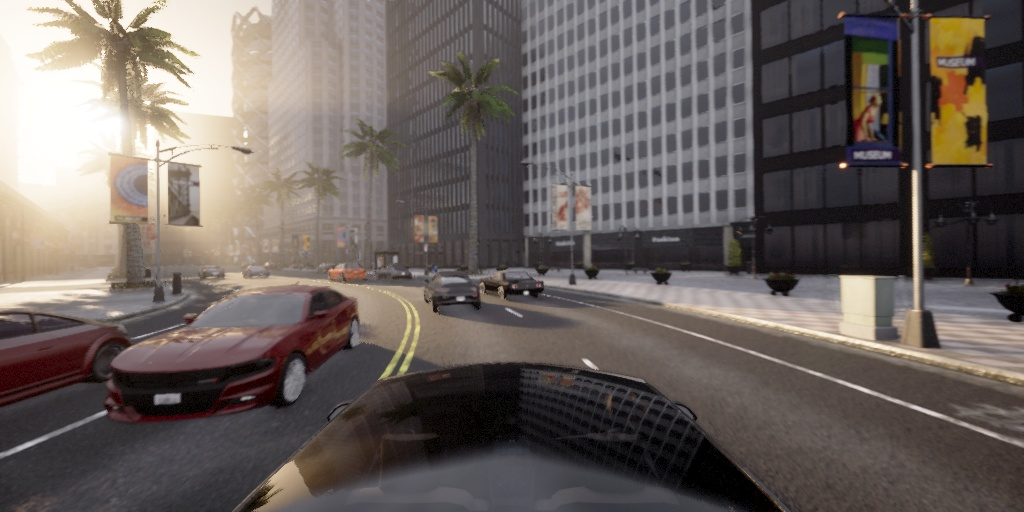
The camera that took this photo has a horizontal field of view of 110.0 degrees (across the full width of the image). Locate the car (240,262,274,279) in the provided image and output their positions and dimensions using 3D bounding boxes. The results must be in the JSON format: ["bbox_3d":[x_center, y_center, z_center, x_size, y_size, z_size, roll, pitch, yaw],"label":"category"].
[{"bbox_3d":[-29.041,1.773,40.721,4.674,1.442,1.812,-1,0,43],"label":"car"}]

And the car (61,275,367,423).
[{"bbox_3d":[-4.158,1.295,6.358,1.882,1.535,5.008,0,0,-10],"label":"car"}]

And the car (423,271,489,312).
[{"bbox_3d":[-2.556,1.357,14.815,1.812,1.442,4.674,0,0,-19],"label":"car"}]

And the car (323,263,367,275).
[{"bbox_3d":[-15.089,1.402,32.702,4.553,1.767,2.097,-1,0,45],"label":"car"}]

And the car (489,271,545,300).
[{"bbox_3d":[-0.205,1.418,18.452,1.895,1.301,4.718,-1,0,-23],"label":"car"}]

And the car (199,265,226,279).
[{"bbox_3d":[-33.633,1.794,40.188,4.902,1.511,2.128,-1,0,43],"label":"car"}]

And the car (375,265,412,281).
[{"bbox_3d":[-11.218,1.572,33.768,1.994,1.385,4.181,0,0,-45],"label":"car"}]

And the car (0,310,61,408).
[{"bbox_3d":[-7.429,1.413,4.471,1.994,1.385,4.181,-1,0,-8],"label":"car"}]
